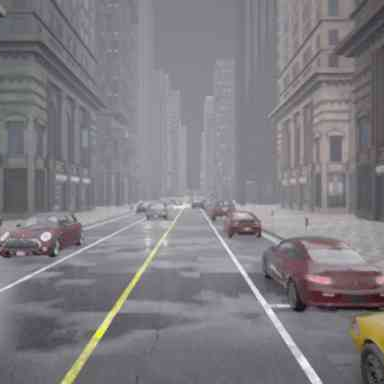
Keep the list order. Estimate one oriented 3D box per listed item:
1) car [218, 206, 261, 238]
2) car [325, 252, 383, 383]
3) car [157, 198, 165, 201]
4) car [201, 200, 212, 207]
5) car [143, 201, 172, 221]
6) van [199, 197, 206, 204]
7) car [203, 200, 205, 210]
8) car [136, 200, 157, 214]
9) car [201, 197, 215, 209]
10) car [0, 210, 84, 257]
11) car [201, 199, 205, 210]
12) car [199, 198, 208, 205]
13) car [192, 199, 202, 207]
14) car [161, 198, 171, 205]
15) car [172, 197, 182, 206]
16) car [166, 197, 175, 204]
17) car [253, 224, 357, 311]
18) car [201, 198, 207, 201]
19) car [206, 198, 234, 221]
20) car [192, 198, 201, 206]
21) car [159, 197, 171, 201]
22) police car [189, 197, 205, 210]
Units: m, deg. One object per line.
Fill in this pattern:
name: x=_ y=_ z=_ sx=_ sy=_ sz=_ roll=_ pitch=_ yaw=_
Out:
car: x=2.744 y=1.725 z=18.820 sx=1.887 sy=1.381 sz=4.507 roll=0 pitch=-1 yaw=0
car: x=2.758 y=1.547 z=2.186 sx=1.752 sy=1.417 sz=4.829 roll=0 pitch=-1 yaw=0
car: x=-5.809 y=2.055 z=52.418 sx=2.008 sy=1.369 sz=4.403 roll=0 pitch=-1 yaw=0
car: x=2.707 y=2.194 z=63.632 sx=1.802 sy=1.307 sz=4.206 roll=0 pitch=-1 yaw=0
car: x=-3.123 y=1.823 z=30.968 sx=1.812 sy=1.442 sz=4.674 roll=0 pitch=-1 yaw=0
van: x=2.687 y=2.171 z=86.041 sx=1.690 sy=1.788 sz=3.998 roll=0 pitch=-1 yaw=0
car: x=2.725 y=1.962 z=41.226 sx=1.947 sy=1.339 sz=4.313 roll=0 pitch=-1 yaw=0
car: x=-5.800 y=1.941 z=41.214 sx=1.887 sy=1.381 sz=4.507 roll=0 pitch=-1 yaw=0
car: x=2.710 y=1.873 z=58.033 sx=2.192 sy=1.841 sz=5.009 roll=0 pitch=-1 yaw=0
car: x=-5.777 y=1.568 z=13.206 sx=1.967 sy=1.590 sz=4.097 roll=0 pitch=-1 yaw=0
car: x=2.720 y=2.001 z=46.828 sx=2.008 sy=1.369 sz=4.403 roll=0 pitch=-1 yaw=0
car: x=2.692 y=2.216 z=80.438 sx=1.967 sy=1.590 sz=4.097 roll=0 pitch=-1 yaw=0
car: x=0.847 y=2.118 z=63.625 sx=1.837 sy=1.490 sz=4.892 roll=0 pitch=-1 yaw=0
car: x=-5.829 y=2.162 z=74.826 sx=1.967 sy=1.590 sz=4.097 roll=0 pitch=-1 yaw=0
car: x=-3.060 y=2.180 z=72.114 sx=2.128 sy=1.511 sz=4.902 roll=0 pitch=-1 yaw=0
car: x=-5.843 y=2.201 z=91.634 sx=2.192 sy=1.841 sz=5.009 roll=0 pitch=-1 yaw=0
car: x=2.754 y=1.655 z=7.617 sx=1.802 sy=1.307 sz=4.206 roll=0 pitch=-1 yaw=0
car: x=2.716 y=2.031 z=52.599 sx=1.752 sy=1.417 sz=4.829 roll=0 pitch=-1 yaw=0
car: x=2.734 y=1.603 z=30.026 sx=2.192 sy=1.841 sz=5.009 roll=0 pitch=-1 yaw=0
car: x=0.822 y=2.129 z=69.816 sx=1.801 sy=1.575 sz=5.366 roll=0 pitch=-1 yaw=0
car: x=-5.820 y=1.928 z=63.624 sx=2.192 sy=1.841 sz=5.009 roll=0 pitch=-1 yaw=0
police car: x=0.855 y=1.942 z=53.736 sx=1.930 sy=1.638 sz=5.238 roll=0 pitch=-1 yaw=0
